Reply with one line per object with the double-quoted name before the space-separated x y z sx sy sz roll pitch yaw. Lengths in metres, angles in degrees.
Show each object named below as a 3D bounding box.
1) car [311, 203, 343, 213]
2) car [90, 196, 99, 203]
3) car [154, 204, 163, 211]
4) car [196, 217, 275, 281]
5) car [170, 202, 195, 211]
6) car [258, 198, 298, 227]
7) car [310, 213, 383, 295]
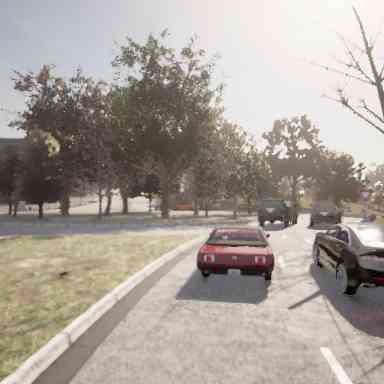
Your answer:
"car" 10.436 1.685 25.615 2.097 1.767 4.553 -1 -2 27
"car" -26.828 2.126 91.102 1.946 1.575 5.366 0 2 -8
"car" -4.773 2.835 63.748 4.902 1.511 2.128 0 -2 6
"car" 1.421 1.649 10.099 1.895 1.301 4.718 0 -1 11
"car" -1.248 2.590 59.804 4.553 1.767 2.097 -1 -2 28
"car" 6.729 1.543 25.710 2.150 2.045 5.566 -1 -2 27
"car" 4.445 1.524 8.602 2.128 1.511 4.902 0 0 9
